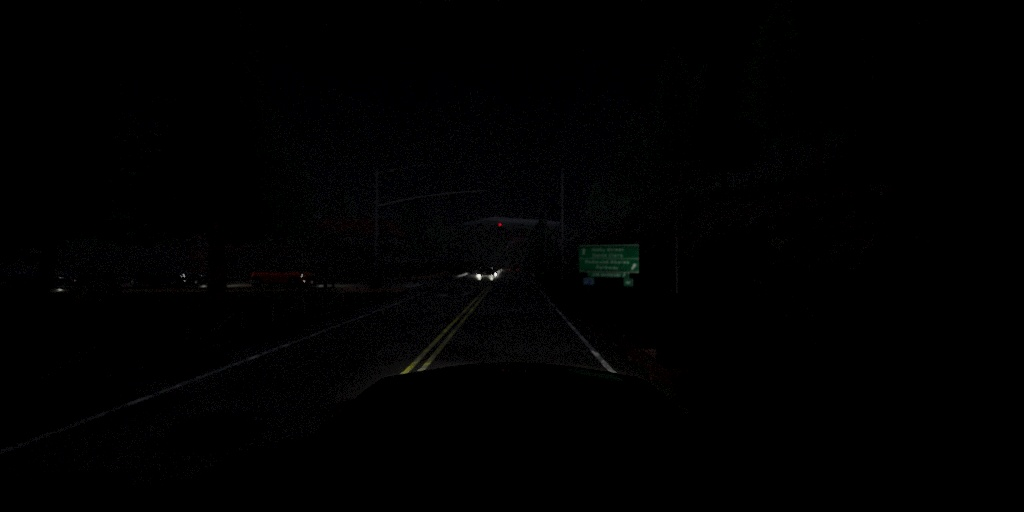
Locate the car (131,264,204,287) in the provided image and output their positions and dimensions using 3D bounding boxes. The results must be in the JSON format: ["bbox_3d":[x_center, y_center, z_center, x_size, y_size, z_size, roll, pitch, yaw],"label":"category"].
[{"bbox_3d":[-27.798,1.548,29.037,4.553,1.767,2.097,0,-1,1],"label":"car"}]

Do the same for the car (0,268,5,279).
[{"bbox_3d":[-47.861,1.795,34.157,5.357,1.411,2.033,0,-1,9],"label":"car"}]

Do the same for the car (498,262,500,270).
[{"bbox_3d":[-3.309,1.938,57.537,1.895,1.301,4.718,0,-1,0],"label":"car"}]

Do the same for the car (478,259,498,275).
[{"bbox_3d":[-3.406,1.592,48.303,2.097,1.767,4.553,0,-1,1],"label":"car"}]

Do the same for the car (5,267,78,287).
[{"bbox_3d":[-37.868,1.725,29.382,4.674,1.442,1.812,0,-1,4],"label":"car"}]

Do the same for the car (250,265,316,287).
[{"bbox_3d":[-18.358,1.549,28.944,4.553,1.767,2.097,0,-1,0],"label":"car"}]
